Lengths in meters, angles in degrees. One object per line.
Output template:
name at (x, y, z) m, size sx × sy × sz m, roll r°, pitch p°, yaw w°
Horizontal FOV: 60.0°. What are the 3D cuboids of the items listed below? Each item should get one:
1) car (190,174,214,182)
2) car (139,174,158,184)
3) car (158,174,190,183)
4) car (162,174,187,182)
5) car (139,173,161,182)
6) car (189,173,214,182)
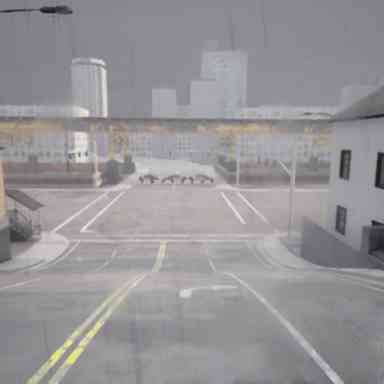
car at (1.882, -2.710, 65.247) m, size 4.974 × 1.542 × 2.038 m, roll 5°, pitch 10°, yaw 28°
car at (-8.089, -2.603, 64.402) m, size 4.974 × 1.542 × 2.038 m, roll 9°, pitch 12°, yaw 43°
car at (-3.481, -2.596, 64.438) m, size 4.974 × 1.542 × 2.038 m, roll -7°, pitch 11°, yaw -36°
car at (-3.439, -2.756, 64.444) m, size 4.536 × 1.218 × 1.853 m, roll -7°, pitch 11°, yaw -36°
car at (-8.126, -2.764, 64.412) m, size 4.536 × 1.218 × 1.853 m, roll 9°, pitch 12°, yaw 43°
car at (1.837, -2.869, 65.246) m, size 4.536 × 1.218 × 1.853 m, roll 5°, pitch 10°, yaw 28°
